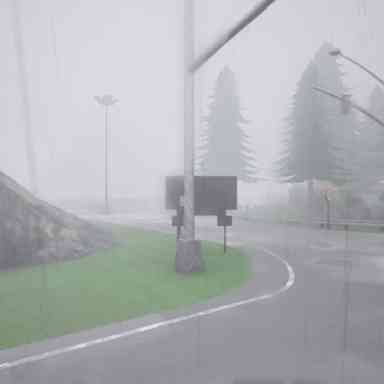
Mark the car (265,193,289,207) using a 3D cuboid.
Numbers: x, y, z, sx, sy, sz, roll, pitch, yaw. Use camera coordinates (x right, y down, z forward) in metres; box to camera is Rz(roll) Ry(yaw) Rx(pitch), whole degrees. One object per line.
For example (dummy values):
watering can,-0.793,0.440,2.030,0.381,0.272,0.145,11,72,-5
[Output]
car,13.447,1.226,50.437,5.566,2.045,2.150,0,0,-36
